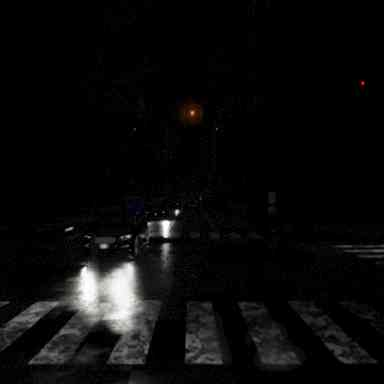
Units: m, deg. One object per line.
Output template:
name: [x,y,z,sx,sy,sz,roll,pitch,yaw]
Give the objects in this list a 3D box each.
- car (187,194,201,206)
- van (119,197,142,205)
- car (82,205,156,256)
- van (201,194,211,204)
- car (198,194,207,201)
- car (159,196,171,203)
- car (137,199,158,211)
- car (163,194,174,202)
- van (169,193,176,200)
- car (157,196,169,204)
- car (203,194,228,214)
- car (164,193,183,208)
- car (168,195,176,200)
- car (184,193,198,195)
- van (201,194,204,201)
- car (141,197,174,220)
car: [0.022,1.541,55.256,2.033,1.411,5.357,0,0,0]
van: [-5.426,1.338,29.992,1.690,1.788,3.998,0,0,0]
car: [-2.863,1.493,13.264,2.128,1.511,4.902,0,0,0]
van: [2.644,1.333,62.436,1.690,1.788,3.998,0,0,0]
car: [2.613,1.428,84.060,1.967,1.590,4.097,0,0,0]
car: [-5.436,1.541,67.836,2.008,1.369,4.403,0,0,0]
car: [-5.429,1.562,40.805,1.947,1.339,4.313,0,0,0]
car: [-5.440,1.304,78.648,2.192,1.841,5.009,0,0,0]
van: [-5.444,1.327,94.867,1.690,1.788,3.998,0,0,0]
car: [-5.435,1.517,62.261,1.752,1.417,4.829,0,0,0]
car: [2.683,1.311,35.404,2.192,1.841,5.009,0,0,0]
car: [-2.864,1.215,47.102,2.150,2.045,5.566,0,0,0]
car: [-5.442,1.569,89.461,1.802,1.307,4.206,0,0,0]
car: [-0.037,1.483,65.206,2.128,1.511,4.902,0,0,0]
van: [2.660,1.335,51.623,1.690,1.788,3.998,0,0,0]
car: [-2.866,1.501,28.370,1.837,1.490,4.892,0,0,0]
